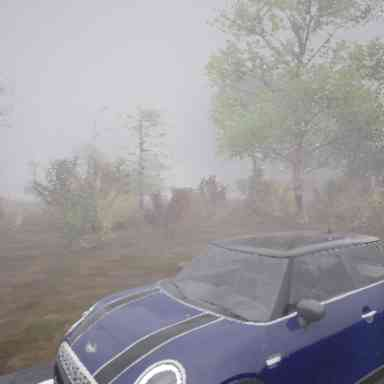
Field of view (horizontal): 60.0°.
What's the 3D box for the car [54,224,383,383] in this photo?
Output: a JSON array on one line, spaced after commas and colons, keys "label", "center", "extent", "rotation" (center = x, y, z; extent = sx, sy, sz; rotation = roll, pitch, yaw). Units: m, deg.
[{"label": "car", "center": [0.827, 1.343, 3.968], "extent": [4.553, 1.767, 2.097], "rotation": [0, 0, -35]}]
